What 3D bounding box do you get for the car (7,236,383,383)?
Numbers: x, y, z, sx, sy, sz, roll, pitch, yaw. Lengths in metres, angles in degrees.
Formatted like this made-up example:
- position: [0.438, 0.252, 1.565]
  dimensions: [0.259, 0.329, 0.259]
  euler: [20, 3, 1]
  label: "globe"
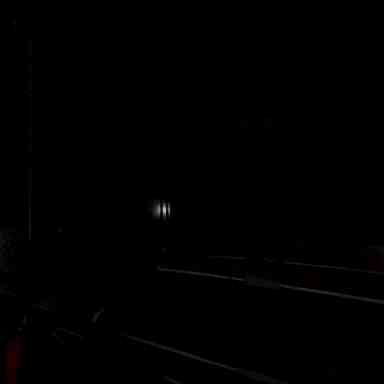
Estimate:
- position: [0.573, 1.315, 2.666]
  dimensions: [5.009, 1.841, 2.192]
  euler: [0, 0, 35]
  label: "car"
